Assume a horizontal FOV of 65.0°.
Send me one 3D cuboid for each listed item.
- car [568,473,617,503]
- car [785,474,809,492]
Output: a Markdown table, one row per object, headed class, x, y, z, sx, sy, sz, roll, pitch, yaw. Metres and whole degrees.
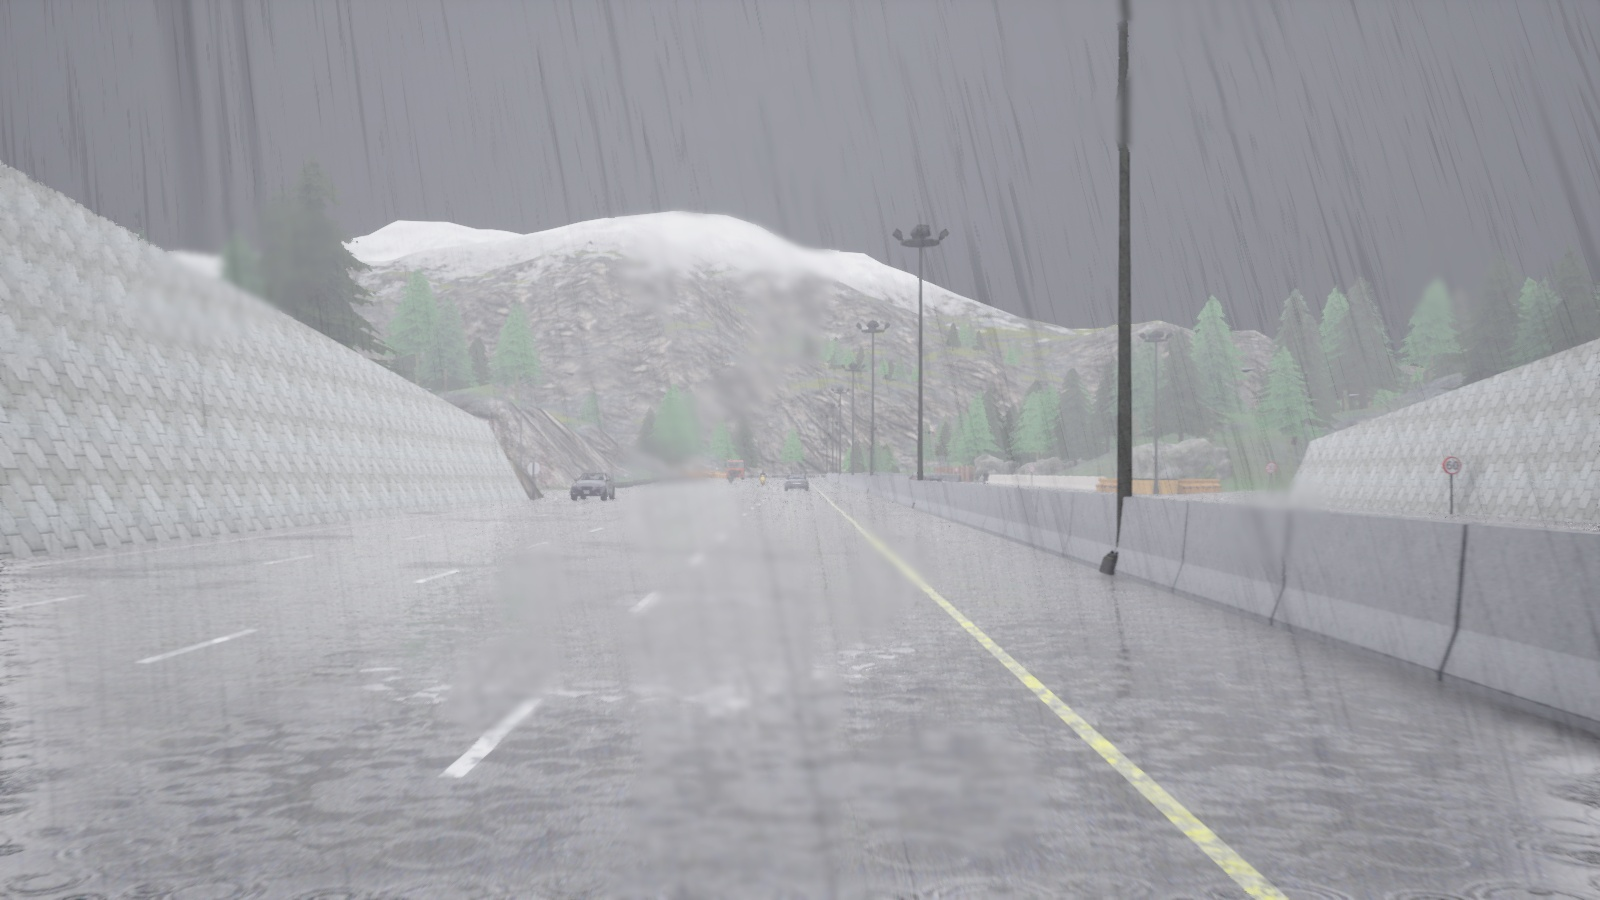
| class | x | y | z | sx | sy | sz | roll | pitch | yaw |
| --- | --- | --- | --- | --- | --- | --- | --- | --- | --- |
| car | -10.657 | 1.954 | 64.727 | 1.816 | 1.474 | 4.193 | 0 | -1 | 0 |
| car | -0.239 | 2.567 | 98.608 | 1.895 | 1.301 | 4.718 | 0 | -1 | 0 |
